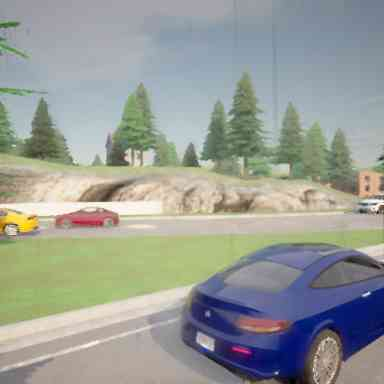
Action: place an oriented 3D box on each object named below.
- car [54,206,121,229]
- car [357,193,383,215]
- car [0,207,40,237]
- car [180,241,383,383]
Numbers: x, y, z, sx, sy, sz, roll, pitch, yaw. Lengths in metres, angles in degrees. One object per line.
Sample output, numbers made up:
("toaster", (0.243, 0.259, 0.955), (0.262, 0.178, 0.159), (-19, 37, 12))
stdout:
("car", (-6.869, 1.639, 22.114), (4.181, 1.385, 1.994), (0, 0, -8))
("car", (18.861, 1.134, 32.737), (5.566, 2.045, 2.150), (0, 0, -24))
("car", (-10.926, 1.575, 17.863), (5.008, 1.535, 1.882), (0, 0, -10))
("car", (1.967, 1.520, 5.209), (4.674, 1.442, 1.812), (0, 0, -38))
